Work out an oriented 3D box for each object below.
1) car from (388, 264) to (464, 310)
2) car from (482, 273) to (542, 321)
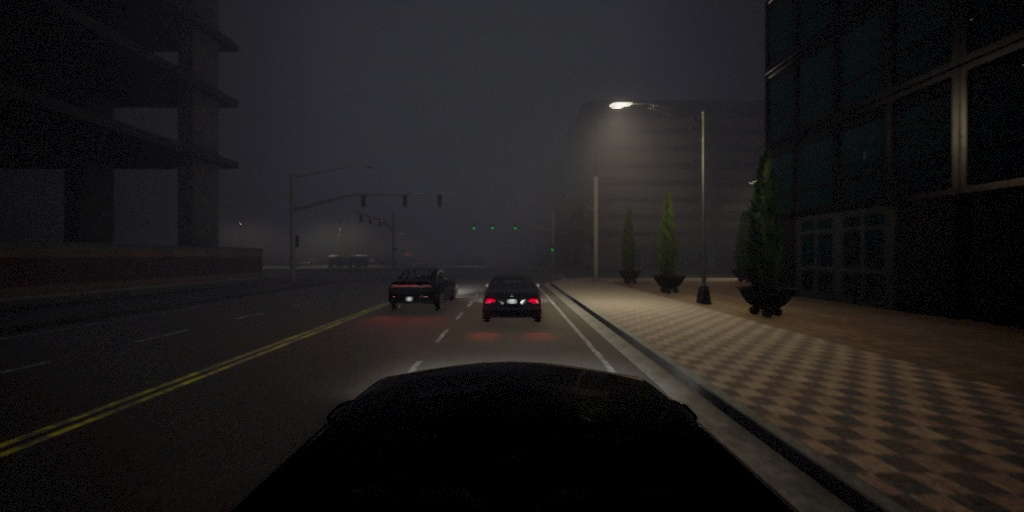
[{"bbox_3d":[-3.464,1.246,14.595,2.128,1.511,4.902,0,0,1],"label":"car"},{"bbox_3d":[0.014,1.301,12.406,2.033,1.411,5.357,0,0,0],"label":"car"}]
